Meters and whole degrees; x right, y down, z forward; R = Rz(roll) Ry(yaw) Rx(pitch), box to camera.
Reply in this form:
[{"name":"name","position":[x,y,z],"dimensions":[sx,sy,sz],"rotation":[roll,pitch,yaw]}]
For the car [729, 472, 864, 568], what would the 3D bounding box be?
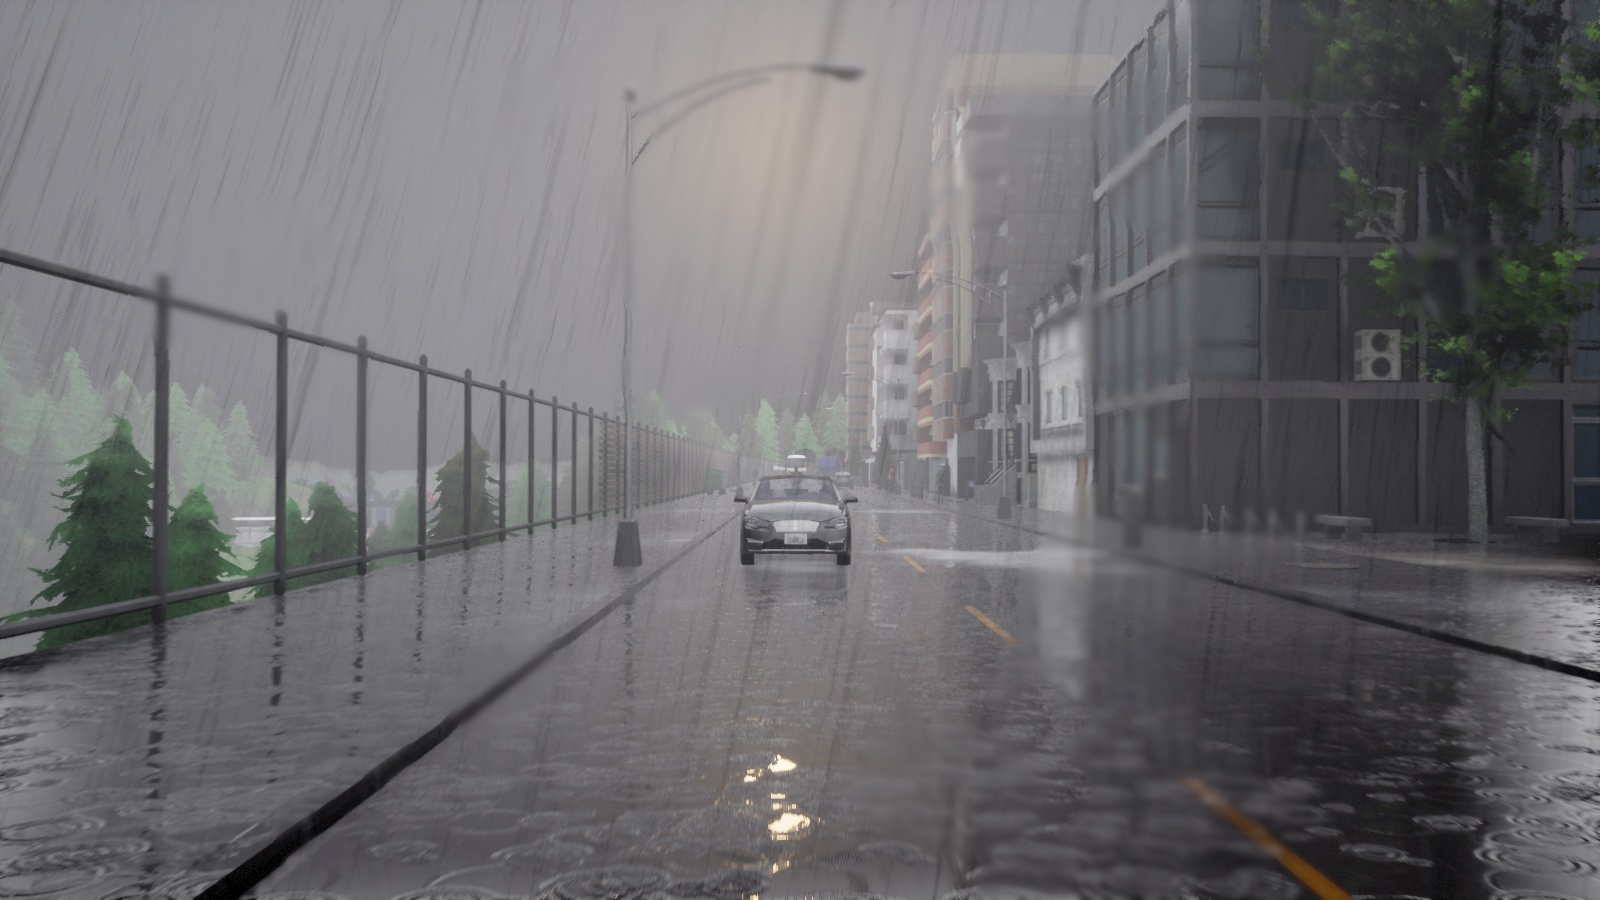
[{"name":"car","position":[-0.062,1.143,22.231],"dimensions":[2.128,1.511,4.902],"rotation":[0,-1,0]}]
